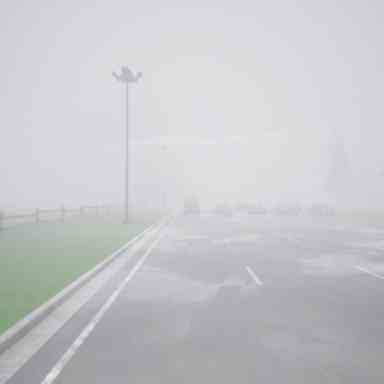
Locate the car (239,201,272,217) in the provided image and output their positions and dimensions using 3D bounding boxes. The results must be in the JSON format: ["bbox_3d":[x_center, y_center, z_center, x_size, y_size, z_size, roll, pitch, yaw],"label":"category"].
[{"bbox_3d":[6.999,2.013,37.184,2.033,1.411,5.357,0,-1,0],"label":"car"}]

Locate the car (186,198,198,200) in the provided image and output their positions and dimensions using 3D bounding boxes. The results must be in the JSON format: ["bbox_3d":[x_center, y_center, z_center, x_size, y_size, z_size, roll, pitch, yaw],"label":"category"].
[{"bbox_3d":[-0.009,1.808,46.910,2.150,2.045,5.566,0,-1,0],"label":"car"}]

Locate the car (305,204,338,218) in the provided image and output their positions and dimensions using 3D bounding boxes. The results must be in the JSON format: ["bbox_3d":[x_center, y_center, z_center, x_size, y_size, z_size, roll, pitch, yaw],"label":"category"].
[{"bbox_3d":[13.992,2.002,36.320,2.033,1.411,5.357,0,-1,0],"label":"car"}]

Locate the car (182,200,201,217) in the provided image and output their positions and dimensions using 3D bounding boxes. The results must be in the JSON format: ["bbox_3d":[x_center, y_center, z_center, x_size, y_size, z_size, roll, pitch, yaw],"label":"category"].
[{"bbox_3d":[-0.006,1.961,36.477,1.837,1.490,4.892,0,-1,0],"label":"car"}]

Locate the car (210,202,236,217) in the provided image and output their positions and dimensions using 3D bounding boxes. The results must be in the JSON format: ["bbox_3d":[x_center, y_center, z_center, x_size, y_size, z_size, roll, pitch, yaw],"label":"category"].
[{"bbox_3d":[3.501,2.036,37.746,1.994,1.385,4.181,0,-1,0],"label":"car"}]

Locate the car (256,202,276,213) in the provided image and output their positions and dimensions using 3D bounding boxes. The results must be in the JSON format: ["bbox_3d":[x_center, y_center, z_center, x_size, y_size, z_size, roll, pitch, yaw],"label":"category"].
[{"bbox_3d":[10.494,2.117,47.314,1.812,1.442,4.674,0,-1,0],"label":"car"}]

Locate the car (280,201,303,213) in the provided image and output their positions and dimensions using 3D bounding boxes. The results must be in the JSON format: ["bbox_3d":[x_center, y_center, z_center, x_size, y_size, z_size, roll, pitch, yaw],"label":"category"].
[{"bbox_3d":[13.991,2.091,46.924,1.837,1.490,4.892,0,-1,0],"label":"car"}]

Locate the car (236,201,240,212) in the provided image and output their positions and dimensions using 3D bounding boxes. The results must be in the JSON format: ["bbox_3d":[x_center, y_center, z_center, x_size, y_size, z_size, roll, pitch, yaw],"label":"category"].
[{"bbox_3d":[6.996,2.085,47.508,2.128,1.511,4.902,0,-1,0],"label":"car"}]

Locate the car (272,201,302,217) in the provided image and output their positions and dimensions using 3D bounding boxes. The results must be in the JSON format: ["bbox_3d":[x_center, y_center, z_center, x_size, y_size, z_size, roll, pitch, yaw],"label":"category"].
[{"bbox_3d":[10.499,1.992,37.263,1.812,1.442,4.674,0,-1,0],"label":"car"}]
